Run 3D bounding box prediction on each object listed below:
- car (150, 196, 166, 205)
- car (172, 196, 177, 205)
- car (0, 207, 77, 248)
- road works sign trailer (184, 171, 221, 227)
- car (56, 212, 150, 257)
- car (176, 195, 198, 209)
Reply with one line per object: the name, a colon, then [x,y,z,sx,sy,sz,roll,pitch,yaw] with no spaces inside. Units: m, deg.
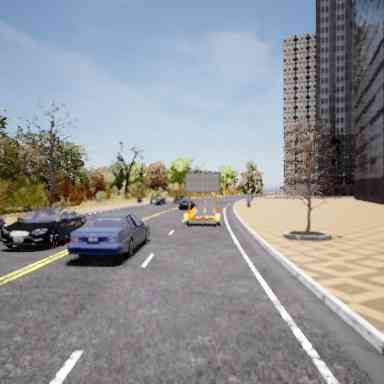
car: [-5.578,1.345,54.731,2.128,1.511,4.902,0,0,9]
car: [-2.043,1.357,56.299,1.837,1.490,4.892,0,0,9]
car: [-6.224,1.450,14.568,2.128,1.511,4.902,0,0,3]
road works sign trailer: [0.721,0.408,22.331,2.380,3.560,2.880,0,0,4]
car: [-2.915,1.513,12.728,2.033,1.411,5.357,0,0,3]
car: [-0.429,1.453,43.279,1.994,1.385,4.181,0,0,7]
